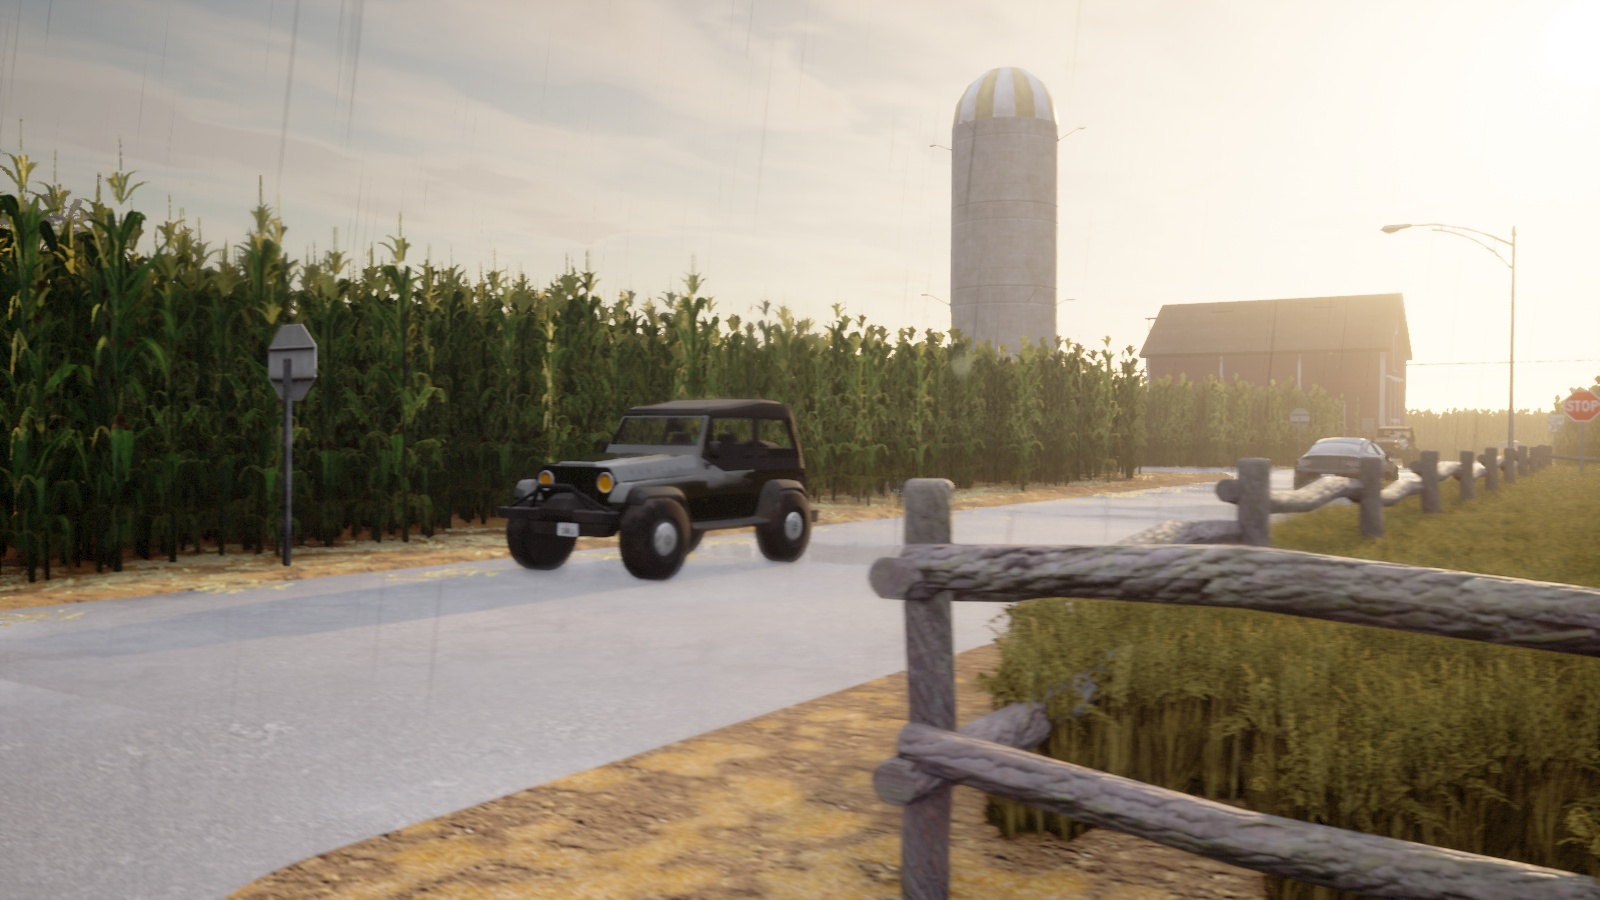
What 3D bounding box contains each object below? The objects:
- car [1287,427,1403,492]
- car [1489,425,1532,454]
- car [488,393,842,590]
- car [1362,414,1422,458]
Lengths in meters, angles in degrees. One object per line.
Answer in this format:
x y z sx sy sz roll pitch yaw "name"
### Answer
13.450 0.183 30.832 1.812 1.442 4.674 0 1 34 "car"
41.004 -0.625 72.431 1.801 1.575 5.366 0 1 34 "car"
-1.361 0.371 14.087 1.905 1.878 3.866 0 1 33 "car"
26.487 -0.616 56.129 1.905 1.878 3.866 0 0 33 "car"
